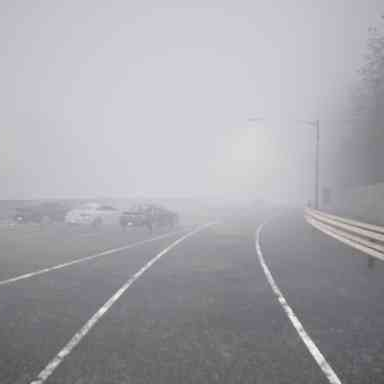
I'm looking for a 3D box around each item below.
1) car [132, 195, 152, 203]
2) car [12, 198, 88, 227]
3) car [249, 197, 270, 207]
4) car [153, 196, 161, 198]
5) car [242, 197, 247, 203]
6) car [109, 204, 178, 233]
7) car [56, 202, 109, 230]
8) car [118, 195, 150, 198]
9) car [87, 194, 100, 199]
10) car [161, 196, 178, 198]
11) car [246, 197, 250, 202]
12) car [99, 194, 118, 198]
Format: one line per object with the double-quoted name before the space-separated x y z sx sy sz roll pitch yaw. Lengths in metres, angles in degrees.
"car" -10.369 1.456 69.494 2.128 1.511 4.902 1 0 20
"car" -9.023 1.305 21.250 1.837 1.490 4.892 1 0 20
"car" 12.154 1.868 59.741 2.128 1.511 4.902 1 0 20
"car" -7.062 1.537 68.350 2.033 1.411 5.357 1 0 20
"car" 14.390 2.038 86.752 1.812 1.442 4.674 1 0 20
"car" -2.333 1.429 19.147 2.128 1.511 4.902 1 0 19
"car" -5.689 1.394 20.177 1.812 1.442 4.674 1 0 20
"car" -9.049 1.380 52.524 1.882 1.535 5.008 1 0 20
"car" -15.675 1.121 54.733 2.097 1.767 4.553 1 0 20
"car" -3.704 1.586 67.349 2.128 1.511 4.902 1 0 20
"car" 14.354 2.073 76.269 1.895 1.301 4.718 1 0 20
"car" -12.392 1.398 53.545 1.994 1.385 4.181 1 0 20
